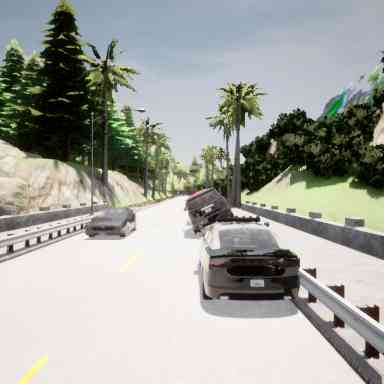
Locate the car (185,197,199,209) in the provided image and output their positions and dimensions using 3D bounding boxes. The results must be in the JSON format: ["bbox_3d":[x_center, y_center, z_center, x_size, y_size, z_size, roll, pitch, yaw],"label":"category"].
[{"bbox_3d":[0.026,1.505,45.254,1.837,1.490,4.892,0,0,0],"label":"car"}]

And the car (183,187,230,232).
[{"bbox_3d":[0.818,0.955,18.435,2.150,2.045,5.566,-25,0,0],"label":"car"}]

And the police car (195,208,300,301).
[{"bbox_3d":[1.158,1.426,8.521,1.930,1.638,5.238,0,0,0],"label":"police car"}]

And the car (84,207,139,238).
[{"bbox_3d":[-4.103,1.547,17.904,2.033,1.411,5.357,0,0,0],"label":"car"}]
